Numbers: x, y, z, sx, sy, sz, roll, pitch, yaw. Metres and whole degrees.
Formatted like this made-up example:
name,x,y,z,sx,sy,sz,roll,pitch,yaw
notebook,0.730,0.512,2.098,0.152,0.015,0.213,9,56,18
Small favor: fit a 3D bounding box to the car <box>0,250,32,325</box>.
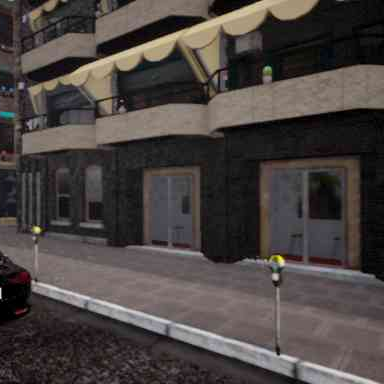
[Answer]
name,x,y,z,sx,sy,sz,roll,pitch,yaw
car,-4.615,1.533,6.017,4.313,1.339,1.947,0,0,35
